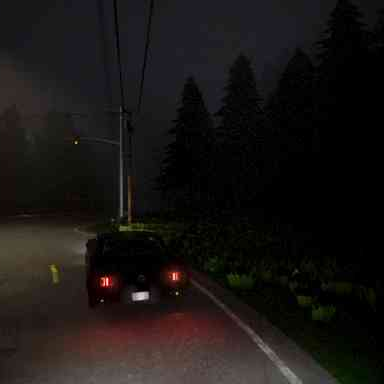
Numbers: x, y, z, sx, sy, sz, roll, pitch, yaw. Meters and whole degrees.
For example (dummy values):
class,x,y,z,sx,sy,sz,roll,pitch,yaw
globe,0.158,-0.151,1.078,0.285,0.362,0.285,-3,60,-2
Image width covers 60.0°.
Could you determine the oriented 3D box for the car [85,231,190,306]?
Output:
class,x,y,z,sx,sy,sz,roll,pitch,yaw
car,-1.615,1.601,8.148,1.895,1.301,4.718,0,0,-18
